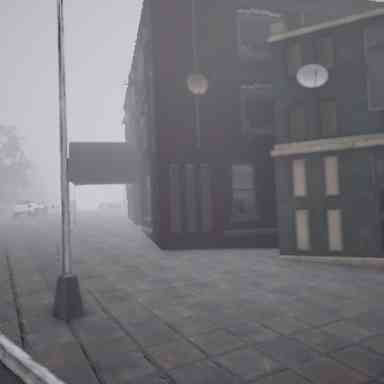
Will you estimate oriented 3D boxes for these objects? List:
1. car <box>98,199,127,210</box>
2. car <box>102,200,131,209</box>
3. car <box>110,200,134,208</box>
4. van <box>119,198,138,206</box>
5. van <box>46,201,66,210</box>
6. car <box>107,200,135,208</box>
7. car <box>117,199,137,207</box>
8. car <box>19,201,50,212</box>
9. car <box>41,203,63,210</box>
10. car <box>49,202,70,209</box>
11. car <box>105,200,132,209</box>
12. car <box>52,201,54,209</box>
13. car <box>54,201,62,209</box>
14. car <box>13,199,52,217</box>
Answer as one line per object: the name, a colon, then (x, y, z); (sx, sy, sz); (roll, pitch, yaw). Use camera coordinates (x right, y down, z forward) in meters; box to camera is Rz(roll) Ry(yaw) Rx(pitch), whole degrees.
car: (-13.506, 2.206, 56.491); (4.892, 1.521, 2.231); (-1, -2, -26)
car: (-14.101, 2.341, 62.322); (4.892, 1.521, 2.231); (-1, -1, -26)
car: (-15.015, 2.584, 71.074); (4.674, 1.452, 2.002); (-1, -1, -26)
van: (-16.945, 2.730, 88.528); (4.442, 1.987, 1.878); (-1, -1, -26)
van: (-34.353, 3.336, 83.777); (4.442, 1.987, 1.878); (-3, -1, -26)
car: (-14.552, 2.470, 68.243); (5.366, 1.575, 1.946); (-1, -2, -26)
car: (-16.204, 2.689, 82.757); (4.553, 1.767, 2.185); (-1, -1, -26)
car: (-32.709, 2.963, 69.211); (5.566, 2.045, 2.435); (-3, -1, -26)
car: (-33.961, 3.518, 80.887); (4.792, 1.488, 2.163); (-3, -1, -26)
car: (-34.537, 3.628, 86.758); (4.892, 1.521, 2.231); (-3, -1, -26)
car: (-14.408, 2.448, 65.238); (4.674, 1.452, 2.002); (-1, -1, -26)
car: (-33.047, 3.313, 72.102); (4.792, 1.488, 2.163); (-3, -1, -26)
car: (-33.613, 3.291, 77.989); (4.553, 1.767, 2.185); (-3, -1, -26)
car: (-18.838, 1.802, 38.962); (2.150, 2.045, 5.566); (-2, 0, -5)
